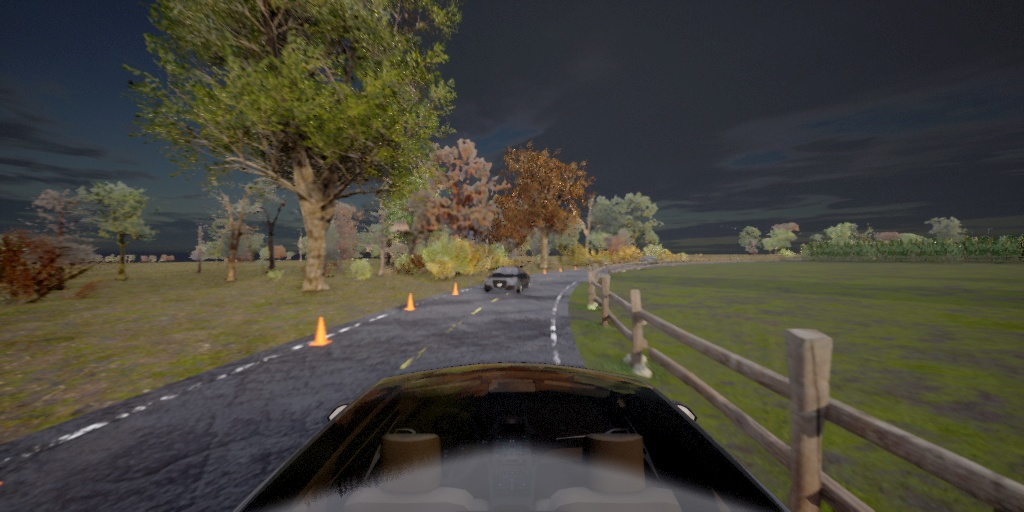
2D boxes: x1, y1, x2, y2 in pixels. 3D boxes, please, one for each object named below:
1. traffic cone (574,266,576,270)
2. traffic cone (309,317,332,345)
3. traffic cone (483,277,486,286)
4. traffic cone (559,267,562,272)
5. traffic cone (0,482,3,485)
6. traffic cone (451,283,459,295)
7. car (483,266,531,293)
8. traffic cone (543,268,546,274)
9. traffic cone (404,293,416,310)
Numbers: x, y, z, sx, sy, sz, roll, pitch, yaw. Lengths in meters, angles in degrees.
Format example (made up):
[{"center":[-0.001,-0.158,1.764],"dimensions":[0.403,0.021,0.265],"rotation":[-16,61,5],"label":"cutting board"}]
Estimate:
[{"center":[8.263,1.534,46.867],"dimensions":[0.340,0.580,0.340],"rotation":[0,0,31],"label":"traffic cone"},{"center":[-4.296,1.669,8.067],"dimensions":[0.340,0.580,0.340],"rotation":[0,0,5],"label":"traffic cone"},{"center":[-1.730,1.658,23.265],"dimensions":[0.340,0.580,0.340],"rotation":[0,0,15],"label":"traffic cone"},{"center":[5.720,1.571,42.395],"dimensions":[0.340,0.580,0.340],"rotation":[0,0,28],"label":"traffic cone"},{"center":[-4.556,1.673,2.930],"dimensions":[0.340,0.580,0.340],"rotation":[0,0,1],"label":"traffic cone"},{"center":[-2.880,1.665,18.251],"dimensions":[0.340,0.580,0.340],"rotation":[0,0,11],"label":"traffic cone"},{"center":[-0.187,1.286,20.366],"dimensions":[1.994,1.385,4.181],"rotation":[0,0,13],"label":"car"},{"center":[3.442,1.602,37.784],"dimensions":[0.340,0.580,0.340],"rotation":[0,0,25],"label":"traffic cone"},{"center":[-3.736,1.666,13.180],"dimensions":[0.340,0.580,0.340],"rotation":[0,0,8],"label":"traffic cone"}]
